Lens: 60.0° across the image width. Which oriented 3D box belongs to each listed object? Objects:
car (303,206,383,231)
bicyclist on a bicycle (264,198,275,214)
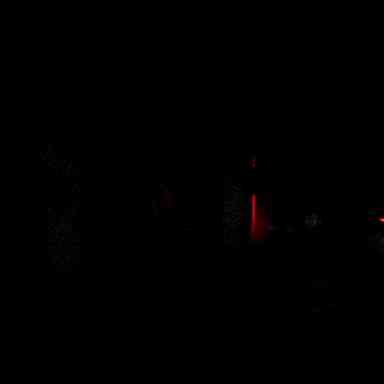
[{"bbox_3d":[9.592,1.554,20.583,2.033,1.411,5.357,0,0,-32],"label":"car"},{"bbox_3d":[7.523,1.357,32.200,1.656,1.620,0.582,0,0,-36],"label":"bicyclist on a bicycle"}]
